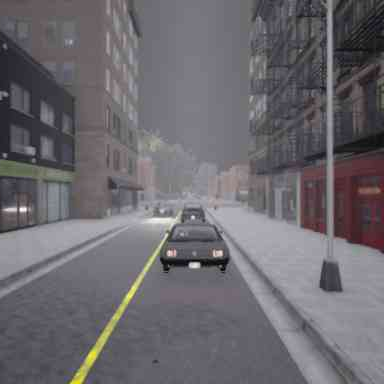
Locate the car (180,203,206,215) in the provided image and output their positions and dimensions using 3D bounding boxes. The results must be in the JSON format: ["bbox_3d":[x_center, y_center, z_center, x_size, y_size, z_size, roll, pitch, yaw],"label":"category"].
[{"bbox_3d":[0.086,1.635,26.885,1.837,1.490,4.892,0,-1,0],"label":"car"}]

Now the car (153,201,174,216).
[{"bbox_3d":[-2.833,1.662,34.140,2.128,1.511,4.902,0,0,0],"label":"car"}]

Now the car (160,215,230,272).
[{"bbox_3d":[0.083,1.653,10.960,1.895,1.301,4.718,0,0,0],"label":"car"}]
